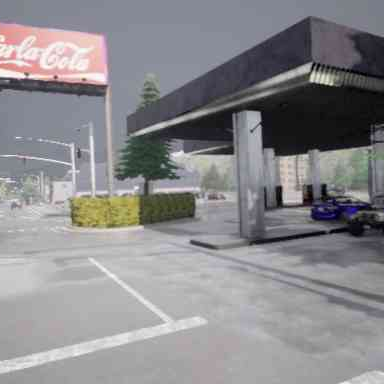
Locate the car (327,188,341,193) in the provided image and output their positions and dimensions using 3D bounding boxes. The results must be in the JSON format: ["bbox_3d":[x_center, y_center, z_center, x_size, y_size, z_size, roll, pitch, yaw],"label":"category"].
[{"bbox_3d":[27.632,-0.058,69.460,2.152,1.636,5.027,-3,0,-29],"label":"car"}]

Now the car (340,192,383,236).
[{"bbox_3d":[8.880,0.965,14.874,3.866,1.878,1.905,-3,0,-29],"label":"car"}]

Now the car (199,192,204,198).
[{"bbox_3d":[1.582,0.783,85.186,1.932,1.855,4.605,-3,0,-29],"label":"car"}]

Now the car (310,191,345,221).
[{"bbox_3d":[10.010,1.054,21.917,4.611,1.667,2.242,-3,0,-29],"label":"car"}]

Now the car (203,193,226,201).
[{"bbox_3d":[4.771,0.923,65.870,2.007,1.523,4.514,-3,0,-29],"label":"car"}]

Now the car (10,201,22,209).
[{"bbox_3d":[-34.098,2.497,64.659,2.128,1.511,4.902,-3,0,-28],"label":"car"}]

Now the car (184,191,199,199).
[{"bbox_3d":[-0.777,0.873,83.442,1.905,1.878,3.866,-3,0,-29],"label":"car"}]

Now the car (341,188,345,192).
[{"bbox_3d":[30.365,-0.174,70.997,2.007,1.523,4.514,-3,0,-29],"label":"car"}]
